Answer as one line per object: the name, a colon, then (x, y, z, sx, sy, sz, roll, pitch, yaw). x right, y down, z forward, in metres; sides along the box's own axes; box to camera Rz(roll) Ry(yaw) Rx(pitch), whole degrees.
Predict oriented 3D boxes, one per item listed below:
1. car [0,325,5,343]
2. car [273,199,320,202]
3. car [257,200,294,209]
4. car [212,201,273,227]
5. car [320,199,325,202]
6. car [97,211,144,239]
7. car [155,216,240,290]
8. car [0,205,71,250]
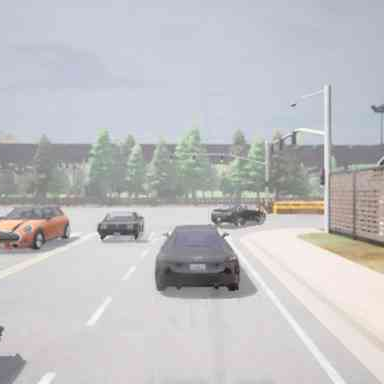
car: (-3.401, 1.554, 1.923, 2.033, 1.411, 5.357, 0, 0, 0)
car: (12.276, 1.717, 39.850, 4.718, 1.301, 1.895, 0, 0, -3)
car: (11.737, 1.737, 46.869, 4.718, 1.301, 1.895, 0, 0, -2)
car: (3.350, 1.559, 23.259, 2.128, 1.511, 4.902, -1, -1, 41)
car: (17.225, 1.618, 43.537, 4.902, 1.511, 2.128, 0, 0, -2)
car: (-3.592, 1.652, 17.519, 1.895, 1.301, 4.718, 0, 0, -4)
car: (0.114, 1.591, 9.189, 1.994, 1.385, 4.181, 0, 0, 0)
car: (-7.002, 1.397, 14.443, 2.097, 1.767, 4.553, 0, 0, 0)
